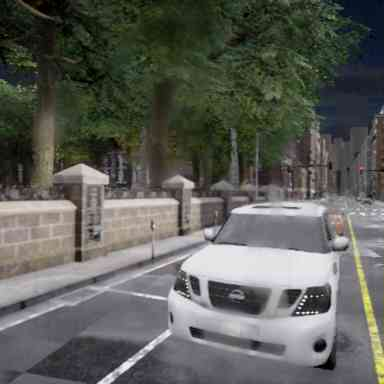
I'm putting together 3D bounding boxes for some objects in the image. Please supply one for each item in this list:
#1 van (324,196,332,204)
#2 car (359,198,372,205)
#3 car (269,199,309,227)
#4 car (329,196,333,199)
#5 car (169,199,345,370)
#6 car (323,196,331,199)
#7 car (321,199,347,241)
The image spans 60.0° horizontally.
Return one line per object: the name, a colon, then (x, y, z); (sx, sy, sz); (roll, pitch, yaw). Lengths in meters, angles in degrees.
van: (34.662, 1.975, 84.833); (1.690, 1.788, 3.998); (1, 0, 25)
car: (40.165, 2.125, 76.366); (1.967, 1.590, 4.097); (1, 0, 25)
car: (7.455, 1.475, 25.262); (2.192, 1.841, 5.009); (1, 0, 25)
car: (27.866, 2.059, 69.958); (2.008, 1.369, 4.403); (1, 0, 25)
car: (1.648, 1.258, 6.353); (2.150, 2.045, 5.566); (1, 0, 25)
car: (25.532, 1.993, 64.846); (1.752, 1.417, 4.829); (1, 0, 25)
car: (7.694, 1.502, 19.361); (2.097, 1.767, 4.553); (1, 0, 25)
